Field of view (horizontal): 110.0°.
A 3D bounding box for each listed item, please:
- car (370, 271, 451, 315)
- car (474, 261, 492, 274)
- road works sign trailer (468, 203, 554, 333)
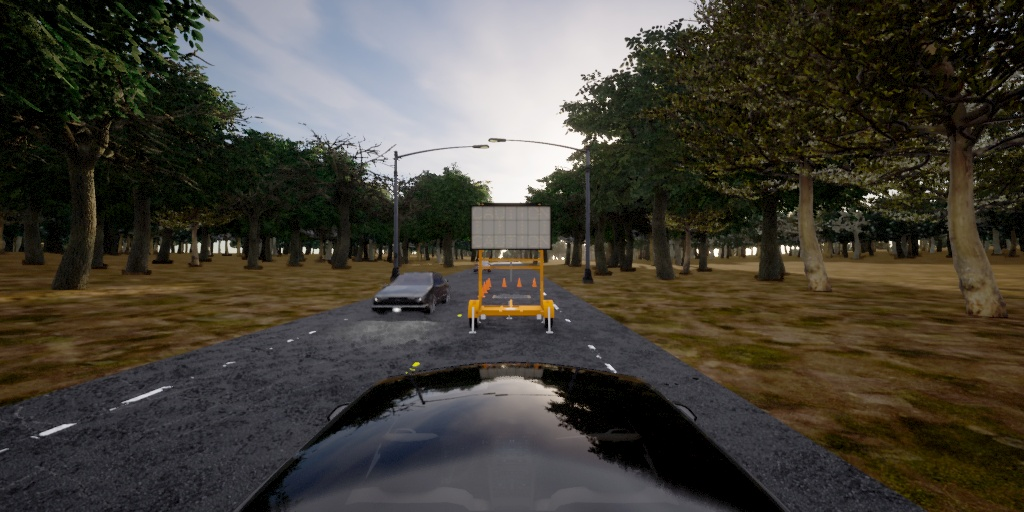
[{"bbox_3d":[-3.616,1.312,13.914,2.033,1.411,5.357,0,0,0],"label":"car"},{"bbox_3d":[-3.555,1.340,43.455,1.812,1.442,4.674,0,0,0],"label":"car"},{"bbox_3d":[-0.027,0.225,10.717,2.380,3.560,2.880,0,0,0],"label":"road works sign trailer"}]
